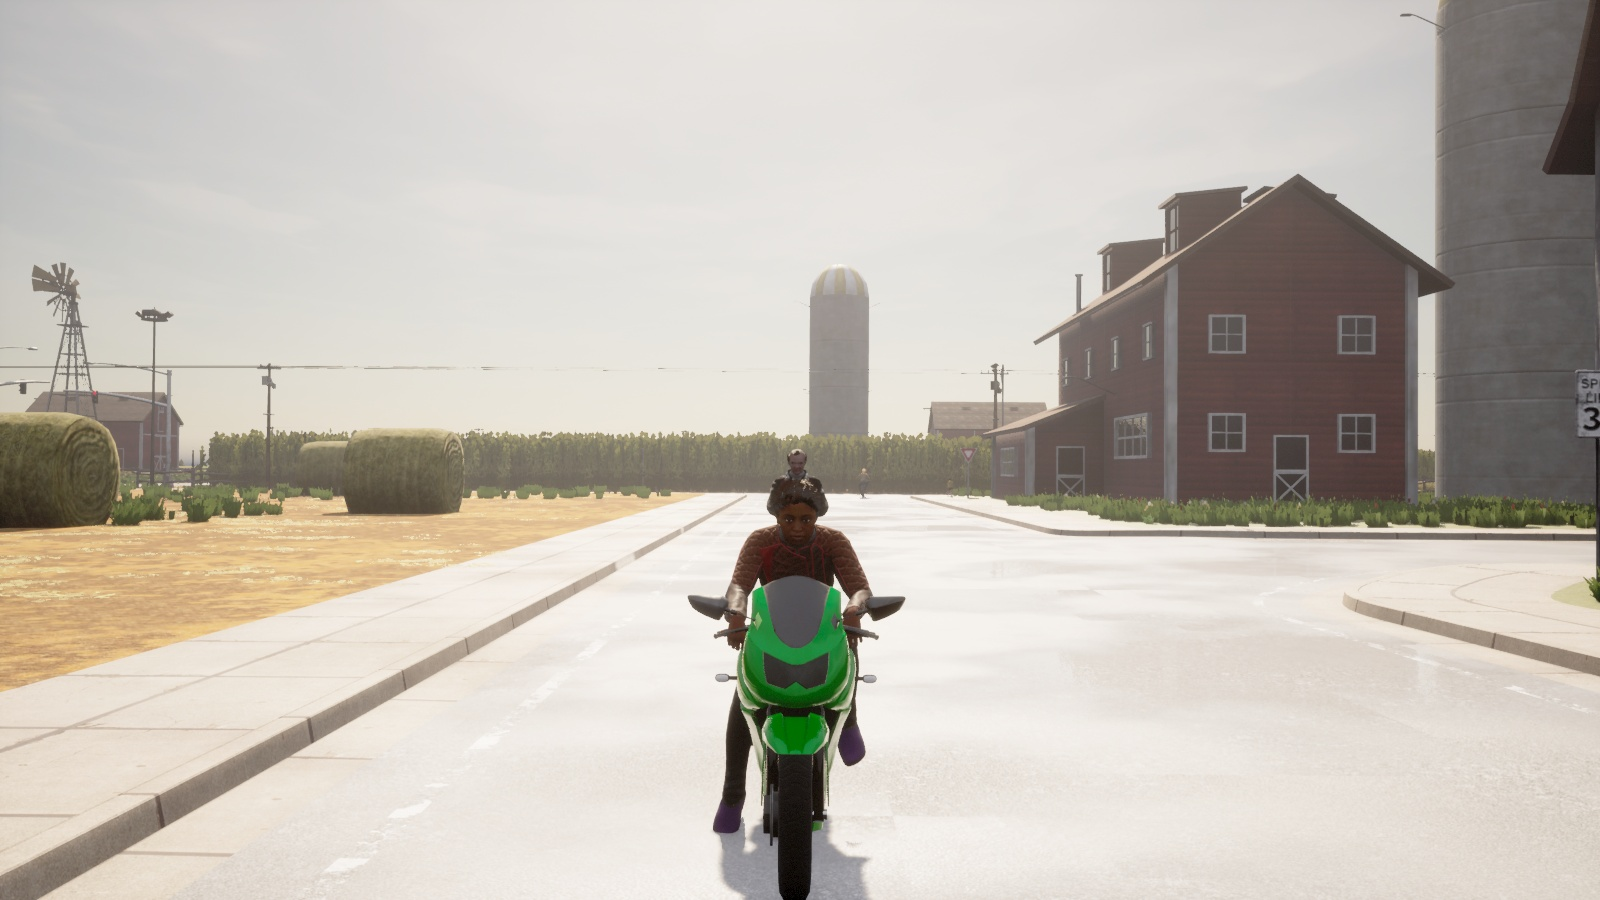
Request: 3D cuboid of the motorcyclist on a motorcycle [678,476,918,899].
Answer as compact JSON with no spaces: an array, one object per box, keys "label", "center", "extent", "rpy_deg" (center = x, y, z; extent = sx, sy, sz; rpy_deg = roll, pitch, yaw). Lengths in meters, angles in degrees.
[{"label":"motorcyclist on a motorcycle","center":[-0.009,0.878,5.209],"extent":[0.797,1.523,2.044],"rpy_deg":[0,-1,0]}]
